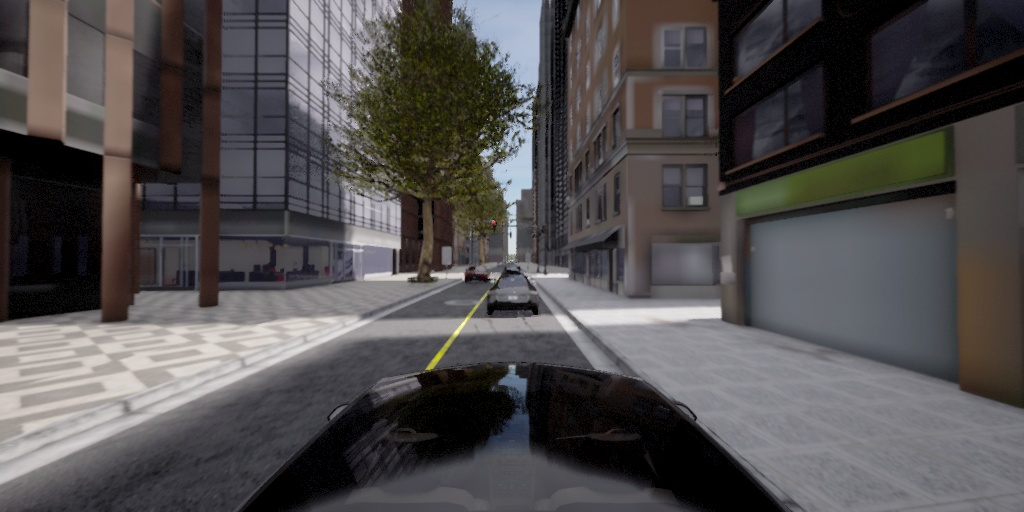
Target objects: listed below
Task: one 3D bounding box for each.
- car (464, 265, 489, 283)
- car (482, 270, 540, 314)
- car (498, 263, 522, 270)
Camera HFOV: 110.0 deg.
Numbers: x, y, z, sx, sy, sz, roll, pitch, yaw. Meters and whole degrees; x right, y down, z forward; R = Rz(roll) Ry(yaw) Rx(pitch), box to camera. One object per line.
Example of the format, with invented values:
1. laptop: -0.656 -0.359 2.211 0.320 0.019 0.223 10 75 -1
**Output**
1. car: -3.046 1.540 31.839 1.882 1.535 5.008 0 -1 0
2. car: 0.052 1.448 14.537 1.994 1.385 4.181 0 0 1
3. car: 0.052 1.541 29.233 1.837 1.490 4.892 0 0 1
